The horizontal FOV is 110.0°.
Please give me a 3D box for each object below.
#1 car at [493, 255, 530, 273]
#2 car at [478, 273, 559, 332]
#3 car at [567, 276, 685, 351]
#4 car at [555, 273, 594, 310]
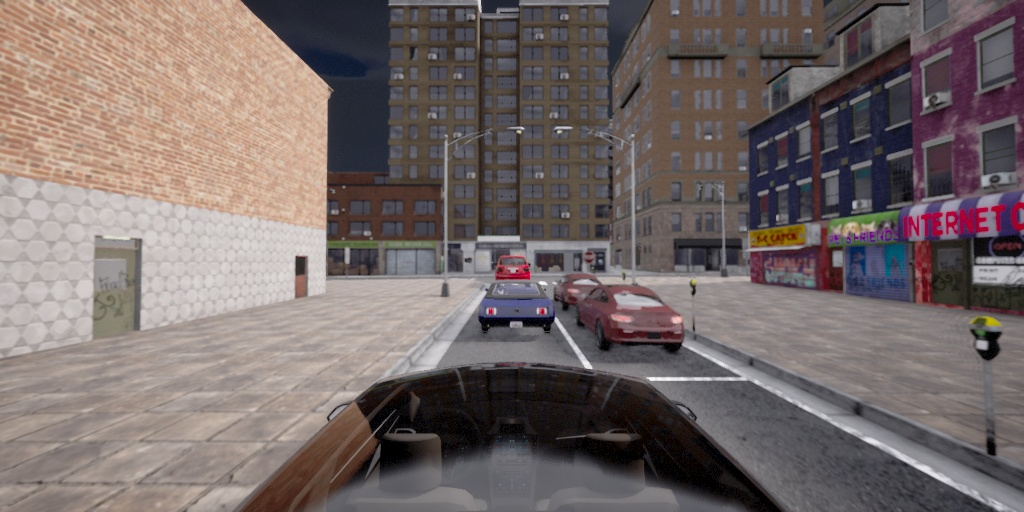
[{"bbox_3d":[-0.034,0.980,23.694,2.150,2.045,5.566,0,0,-2],"label":"car"},{"bbox_3d":[0.109,1.353,10.802,1.895,1.301,4.718,0,0,0],"label":"car"},{"bbox_3d":[2.639,1.334,8.756,1.802,1.307,4.207,0,0,0],"label":"car"},{"bbox_3d":[2.638,1.336,14.194,1.802,1.307,4.207,0,0,0],"label":"car"}]
